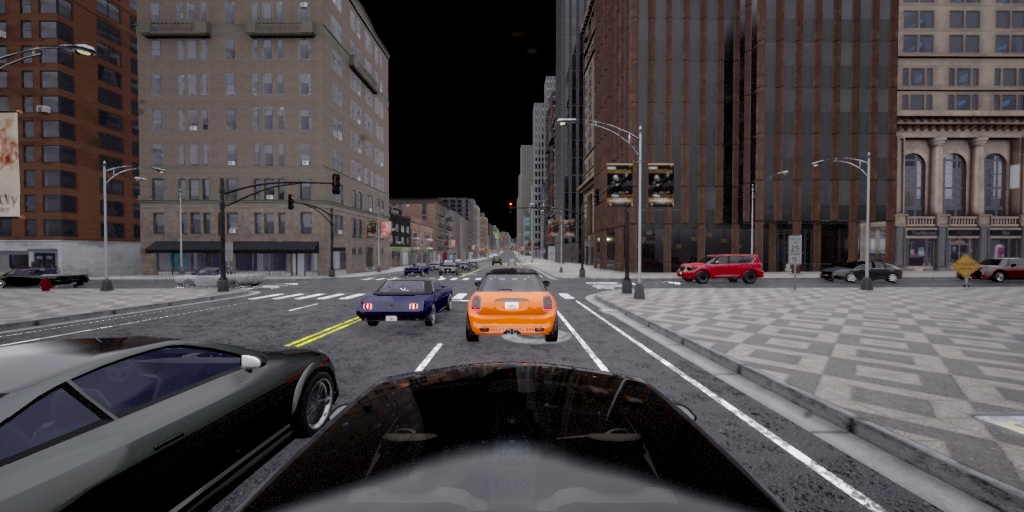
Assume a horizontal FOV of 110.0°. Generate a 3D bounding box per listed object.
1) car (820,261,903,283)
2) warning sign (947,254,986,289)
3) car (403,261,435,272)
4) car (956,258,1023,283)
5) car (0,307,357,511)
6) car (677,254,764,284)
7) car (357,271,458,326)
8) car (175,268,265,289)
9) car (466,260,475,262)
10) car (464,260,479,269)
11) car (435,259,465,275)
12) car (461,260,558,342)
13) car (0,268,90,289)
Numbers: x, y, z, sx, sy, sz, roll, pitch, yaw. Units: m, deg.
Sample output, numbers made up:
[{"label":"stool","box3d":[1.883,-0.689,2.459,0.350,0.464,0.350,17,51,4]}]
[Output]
[{"label":"car","box3d":[24.930,1.120,25.674,4.892,1.490,1.837,0,1,0]},{"label":"warning sign","box3d":[25.173,0.827,19.872,1.060,1.860,1.300,0,0,0]},{"label":"car","box3d":[-9.861,1.367,37.637,1.895,1.301,4.718,0,0,0]},{"label":"car","box3d":[35.007,0.927,25.706,4.553,1.767,2.097,0,1,0]},{"label":"car","box3d":[-3.158,1.314,2.790,1.994,1.385,4.181,0,0,1]},{"label":"car","box3d":[14.833,0.876,25.633,5.566,2.045,2.150,0,1,0]},{"label":"car","box3d":[-3.152,1.350,11.610,1.895,1.301,4.718,0,0,0]},{"label":"car","box3d":[-18.887,1.436,23.375,4.718,1.301,1.895,0,1,3]},{"label":"car","box3d":[-6.613,1.338,48.804,1.994,1.385,4.181,0,0,0]},{"label":"car","box3d":[-6.598,1.343,58.824,1.994,1.385,4.181,0,0,0]},{"label":"car","box3d":[-6.610,1.331,38.845,1.994,1.385,4.181,0,0,0]},{"label":"car","box3d":[0.007,1.101,9.959,2.097,1.767,4.553,0,0,0]},{"label":"car","box3d":[-31.105,1.474,23.655,4.718,1.301,1.895,0,1,0]}]
